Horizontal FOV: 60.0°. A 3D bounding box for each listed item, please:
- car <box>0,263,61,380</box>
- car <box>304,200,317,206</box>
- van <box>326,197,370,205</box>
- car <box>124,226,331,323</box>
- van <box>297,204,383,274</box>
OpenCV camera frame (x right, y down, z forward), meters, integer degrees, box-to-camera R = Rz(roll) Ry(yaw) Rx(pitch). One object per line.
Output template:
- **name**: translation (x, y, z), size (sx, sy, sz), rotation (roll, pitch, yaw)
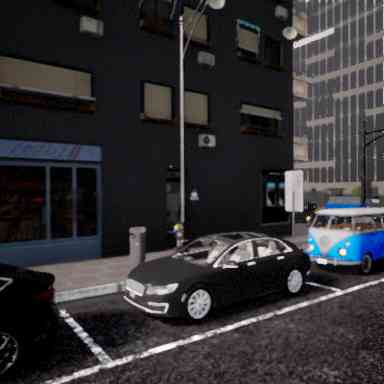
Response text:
- **car**: translation (-3.817, 1.561, 3.844), size (4.313, 1.339, 1.947), rotation (0, -1, -36)
- **car**: translation (11.266, 1.546, 35.550), size (1.947, 1.339, 4.313), rotation (0, 0, -35)
- **van**: translation (14.458, 1.347, 31.041), size (1.690, 1.788, 3.998), rotation (0, 0, -35)
- **car**: translation (0.736, 1.572, 7.109), size (4.403, 1.369, 2.008), rotation (0, -1, -36)
- **van**: translation (5.287, 1.389, 10.376), size (3.998, 1.788, 1.690), rotation (0, -1, -36)
